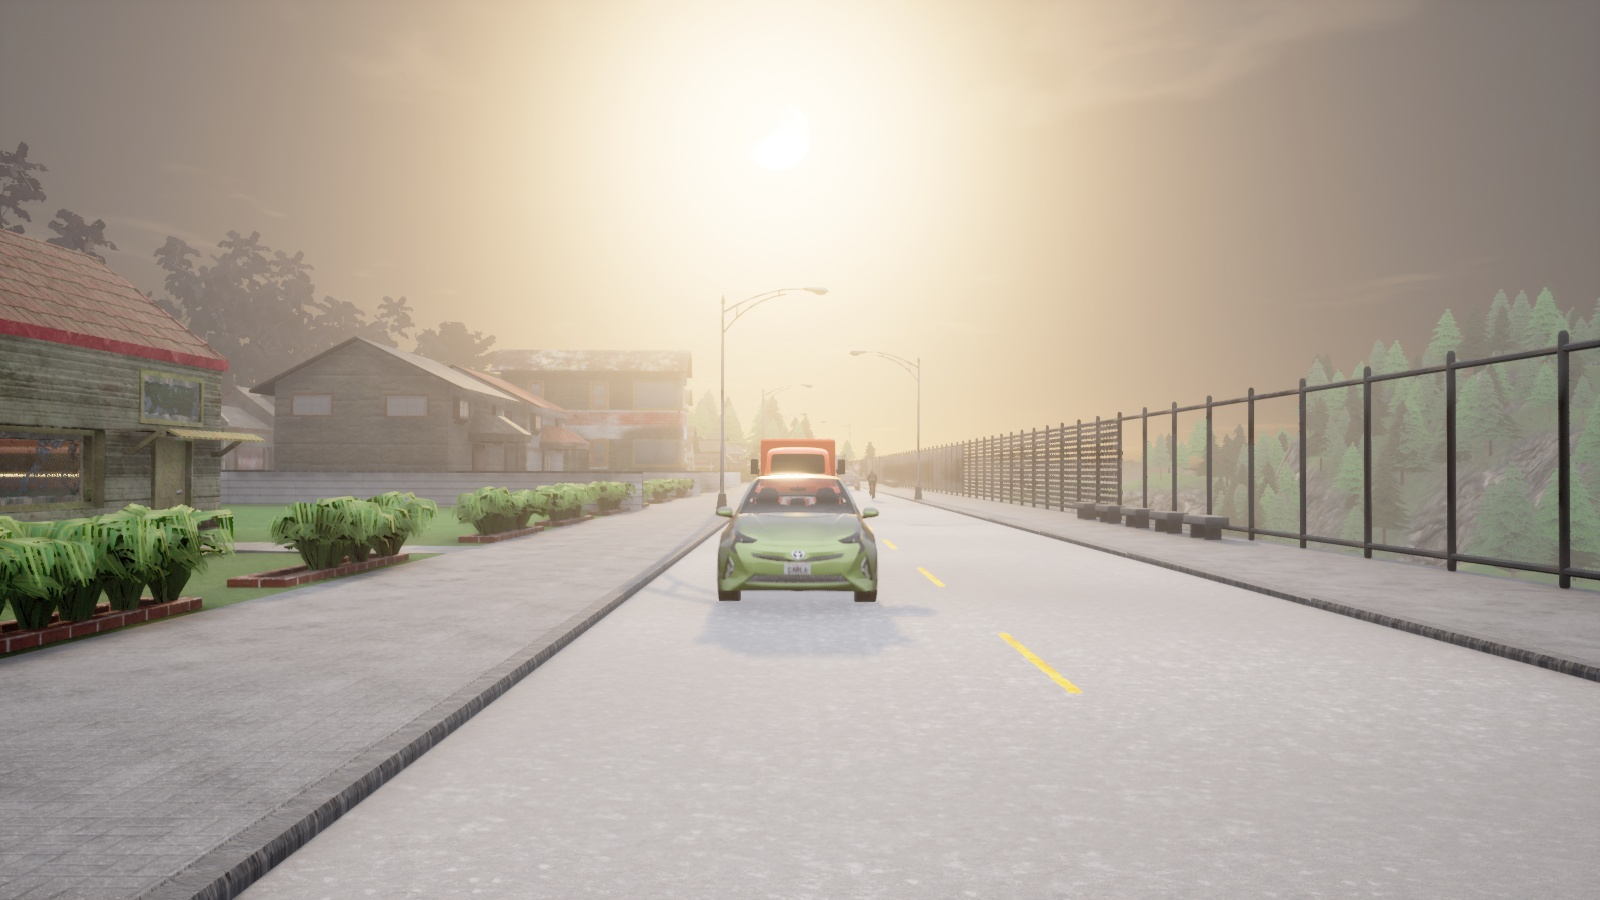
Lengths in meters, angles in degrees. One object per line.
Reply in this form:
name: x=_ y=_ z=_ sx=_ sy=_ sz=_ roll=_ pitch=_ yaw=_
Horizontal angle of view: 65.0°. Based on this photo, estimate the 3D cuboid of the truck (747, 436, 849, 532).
truck: x=-0.056 y=0.917 z=35.151 sx=2.627 sy=2.467 sz=5.204 roll=0 pitch=-1 yaw=0

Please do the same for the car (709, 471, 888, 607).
car: x=-0.022 y=1.036 z=16.371 sx=2.007 sy=1.525 sz=4.514 roll=0 pitch=-1 yaw=0
